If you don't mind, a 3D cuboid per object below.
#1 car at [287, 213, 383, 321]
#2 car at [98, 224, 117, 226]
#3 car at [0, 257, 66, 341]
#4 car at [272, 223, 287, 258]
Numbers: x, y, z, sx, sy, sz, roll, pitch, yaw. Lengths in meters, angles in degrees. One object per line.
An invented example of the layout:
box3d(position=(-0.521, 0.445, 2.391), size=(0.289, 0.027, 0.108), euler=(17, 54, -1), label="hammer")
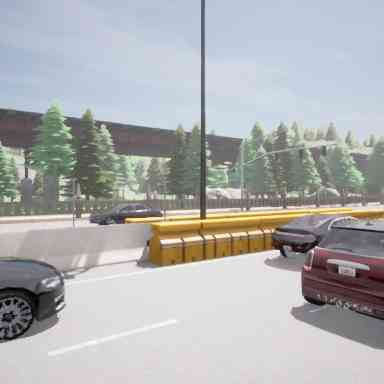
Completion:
box3d(position=(4.338, 1.354, 6.843), size=(4.553, 1.767, 2.097), euler=(0, 0, -36), label="car")
box3d(position=(-4.390, 1.514, 22.242), size=(4.892, 1.490, 1.837), euler=(1, 0, -35), label="car")
box3d(position=(-4.465, 1.491, 4.861), size=(4.902, 1.511, 2.128), euler=(0, 0, -36), label="car")
box3d(position=(4.875, 1.494, 11.522), size=(4.902, 1.511, 2.128), euler=(0, 0, -36), label="car")
